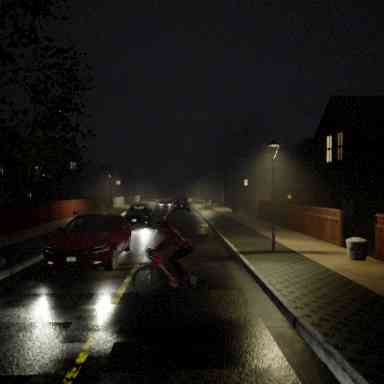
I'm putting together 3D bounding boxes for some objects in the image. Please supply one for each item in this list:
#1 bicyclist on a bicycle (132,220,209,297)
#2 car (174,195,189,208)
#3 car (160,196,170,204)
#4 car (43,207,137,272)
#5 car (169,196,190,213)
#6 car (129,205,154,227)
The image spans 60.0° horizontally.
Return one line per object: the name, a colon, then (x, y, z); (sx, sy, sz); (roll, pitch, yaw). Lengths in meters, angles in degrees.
bicyclist on a bicycle: (-0.456, 1.431, 7.112); (1.656, 1.620, 0.582); (-1, 0, -2)
car: (-1.576, 1.299, 48.742); (2.097, 1.767, 4.553); (0, 0, -2)
car: (-4.960, 1.459, 62.045); (1.812, 1.442, 4.674); (0, 0, -2)
car: (-3.196, 1.465, 11.040); (1.882, 1.535, 5.008); (0, 0, -2)
car: (-1.160, 1.506, 37.014); (2.033, 1.411, 5.357); (0, 0, -2)
car: (-3.583, 1.538, 22.156); (1.994, 1.385, 4.181); (0, 0, -2)
